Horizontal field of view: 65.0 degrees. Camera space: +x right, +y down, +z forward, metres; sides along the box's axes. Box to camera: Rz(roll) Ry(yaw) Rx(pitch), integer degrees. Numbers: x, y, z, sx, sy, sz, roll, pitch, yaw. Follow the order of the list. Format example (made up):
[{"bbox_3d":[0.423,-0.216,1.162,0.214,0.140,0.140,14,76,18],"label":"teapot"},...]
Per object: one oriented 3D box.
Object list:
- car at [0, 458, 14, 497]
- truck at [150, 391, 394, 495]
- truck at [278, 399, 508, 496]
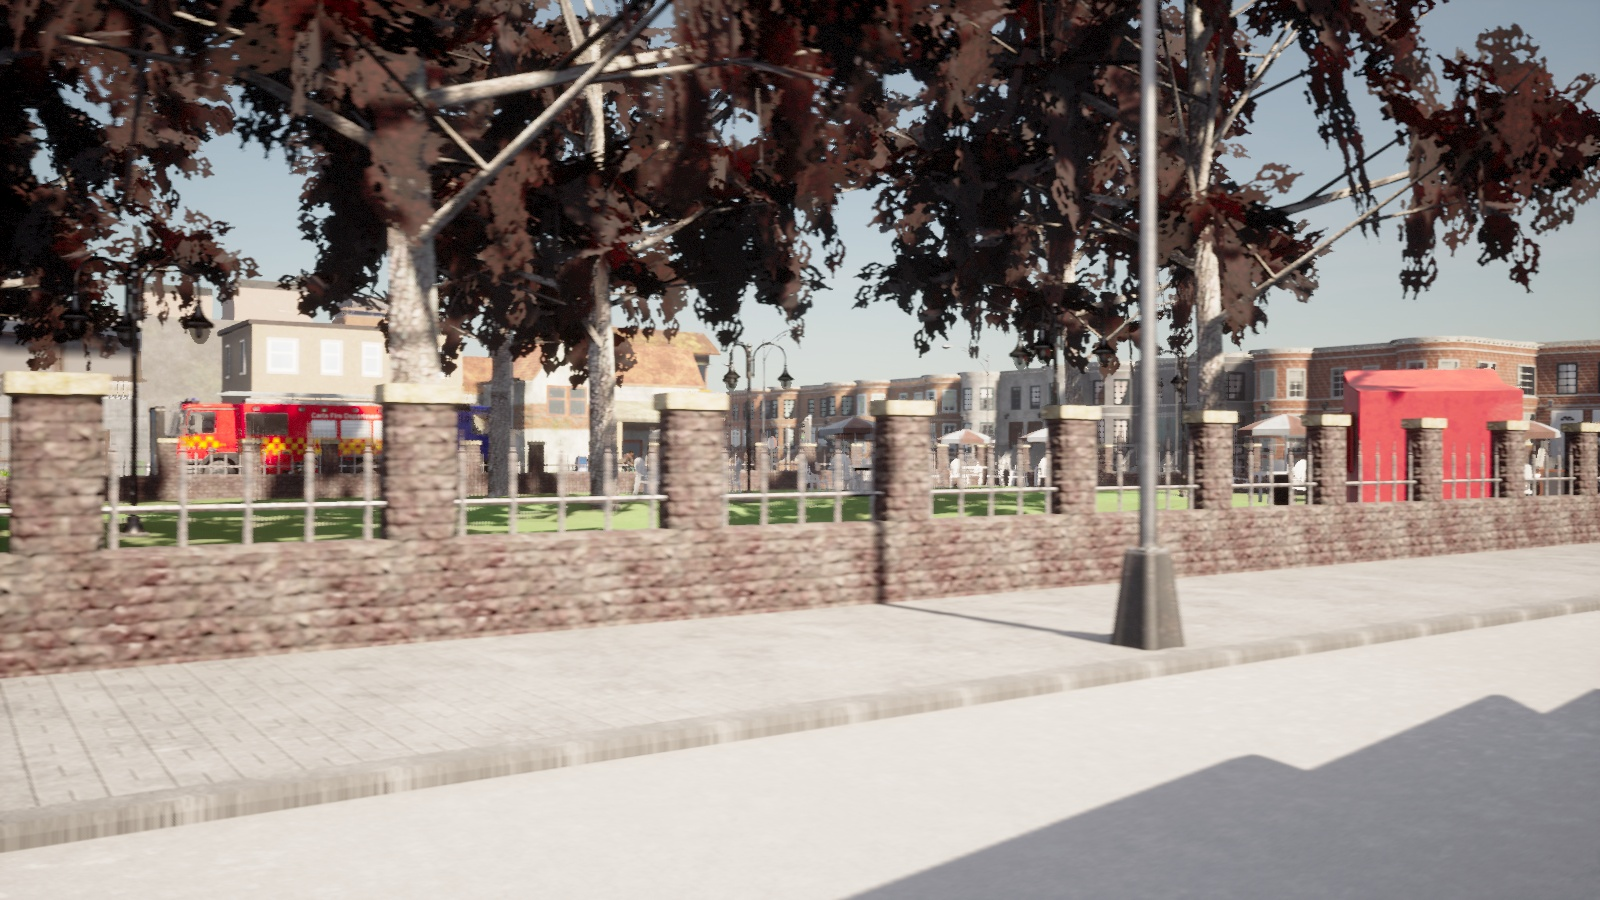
[{"bbox_3d":[-28.965,0.969,44.148,2.207,1.376,1.481,0,0,-35],"label":"car"},{"bbox_3d":[-20.820,-0.256,49.812,8.468,3.827,2.891,0,0,-35],"label":"truck"},{"bbox_3d":[-15.636,-0.085,48.546,7.936,3.462,2.891,0,0,-35],"label":"truck"}]
